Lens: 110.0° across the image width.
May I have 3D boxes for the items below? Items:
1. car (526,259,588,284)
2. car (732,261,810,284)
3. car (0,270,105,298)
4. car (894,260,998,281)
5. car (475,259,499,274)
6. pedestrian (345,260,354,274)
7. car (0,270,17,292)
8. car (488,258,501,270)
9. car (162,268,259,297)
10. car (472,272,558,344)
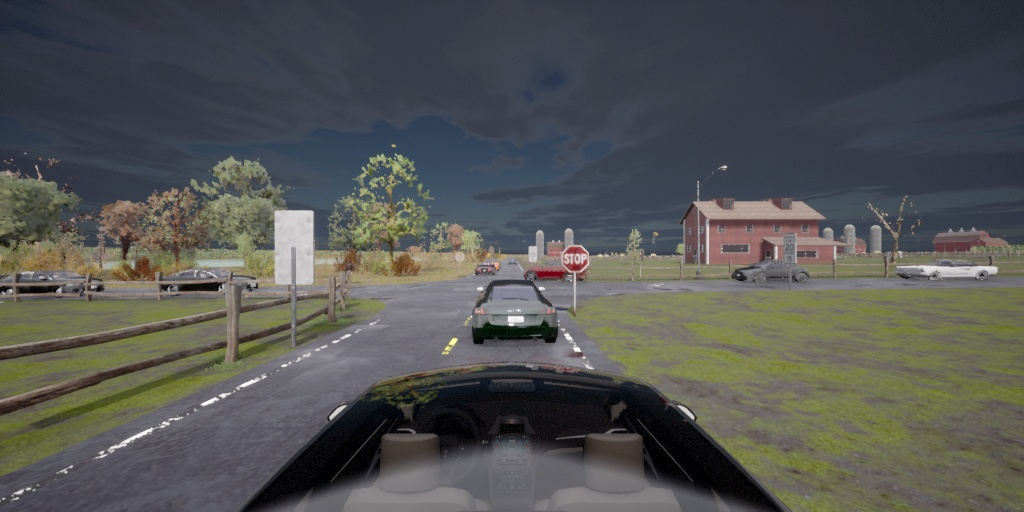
[{"bbox_3d":[3.129,1.024,26.234,4.553,1.767,2.097,-2,-2,34],"label":"car"},{"bbox_3d":[16.784,1.039,23.401,4.181,1.385,1.994,-1,0,0],"label":"car"},{"bbox_3d":[-26.839,1.603,20.964,4.902,1.511,2.128,-1,0,2],"label":"car"},{"bbox_3d":[28.011,0.910,23.292,4.718,1.301,1.895,-1,0,1],"label":"car"},{"bbox_3d":[-2.781,1.308,38.351,1.994,1.385,4.181,0,0,1],"label":"car"},{"bbox_3d":[-12.118,1.161,26.694,0.375,1.860,0.375,0,1,1],"label":"pedestrian"},{"bbox_3d":[-36.955,1.752,24.374,4.674,1.442,1.812,-1,1,6],"label":"car"},{"bbox_3d":[-2.763,1.095,48.106,2.097,1.767,4.553,0,0,0],"label":"car"},{"bbox_3d":[-17.432,1.473,20.791,4.902,1.511,2.128,-1,0,1],"label":"car"},{"bbox_3d":[-0.008,1.312,9.623,1.994,1.385,4.181,0,0,-3],"label":"car"}]
